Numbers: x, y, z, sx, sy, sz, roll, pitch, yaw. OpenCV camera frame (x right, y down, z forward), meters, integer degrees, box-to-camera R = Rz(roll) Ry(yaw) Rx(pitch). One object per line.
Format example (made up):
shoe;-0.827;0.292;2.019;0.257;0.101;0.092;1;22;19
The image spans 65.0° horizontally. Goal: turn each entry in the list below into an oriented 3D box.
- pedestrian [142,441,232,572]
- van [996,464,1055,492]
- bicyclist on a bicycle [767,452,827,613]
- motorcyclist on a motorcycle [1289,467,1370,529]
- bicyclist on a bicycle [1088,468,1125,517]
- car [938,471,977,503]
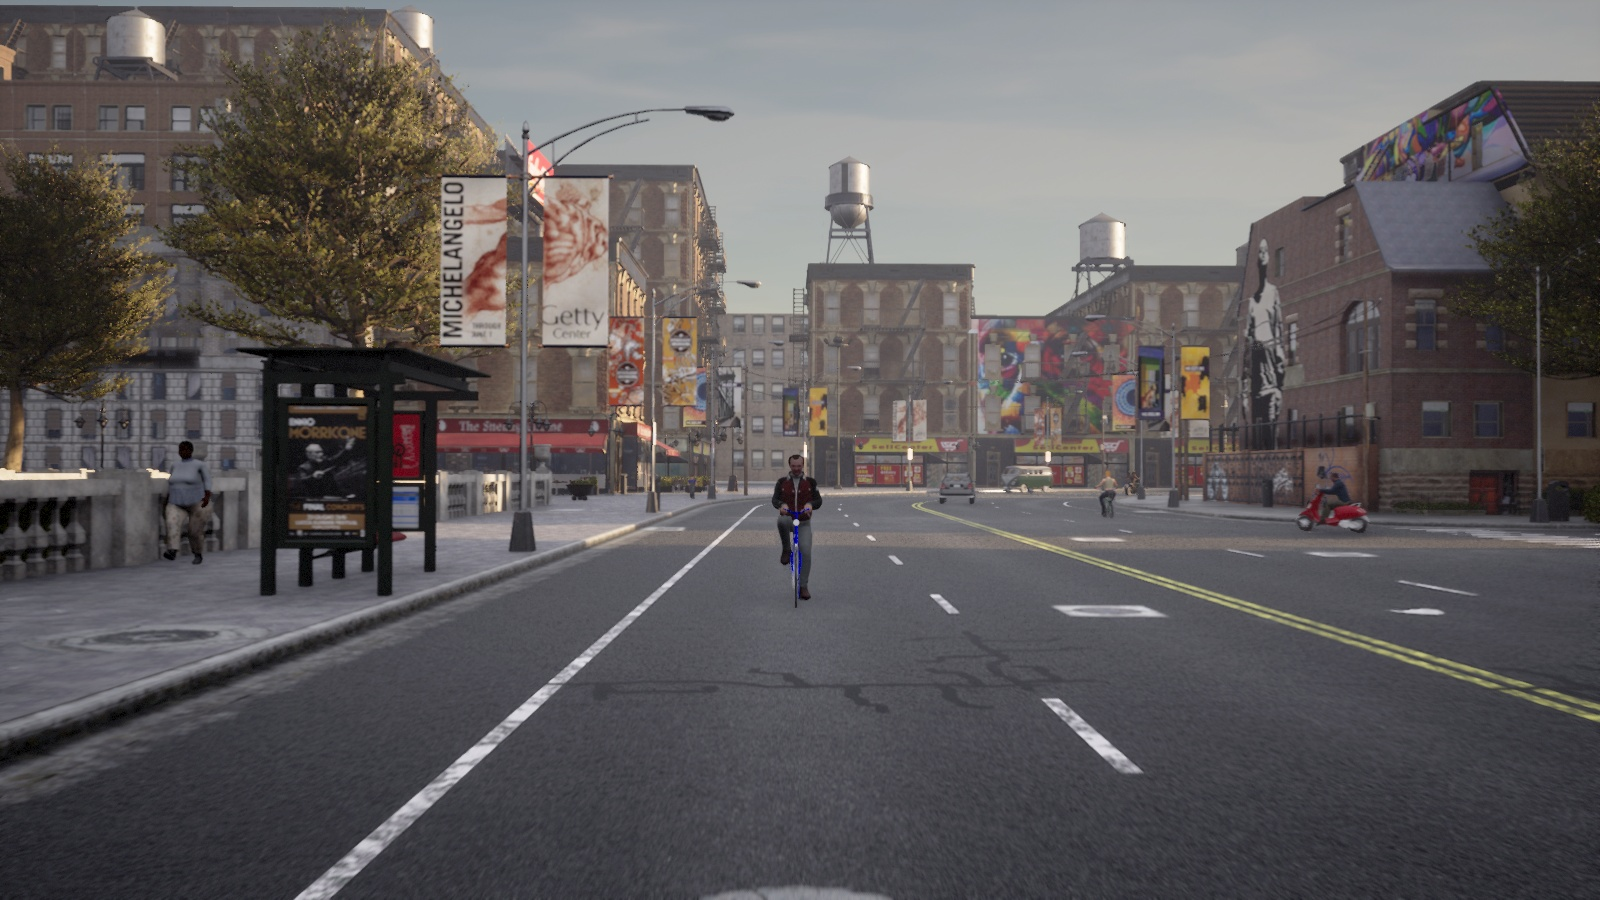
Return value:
pedestrian;-8.895;0.812;18.262;0.874;1.855;0.900;0;-1;-1
van;16.524;2.038;91.910;4.442;1.987;1.775;1;-1;-40
bicyclist on a bicycle;-0.037;0.933;14.791;0.659;1.776;1.843;0;-1;0
motorcyclist on a motorcycle;13.975;1.264;33.133;1.817;1.590;0.866;0;-3;35
bicyclist on a bicycle;10.391;1.421;42.574;0.866;1.612;1.509;0;-1;0
car;7.853;1.806;62.448;1.789;1.549;3.705;0;-1;9
